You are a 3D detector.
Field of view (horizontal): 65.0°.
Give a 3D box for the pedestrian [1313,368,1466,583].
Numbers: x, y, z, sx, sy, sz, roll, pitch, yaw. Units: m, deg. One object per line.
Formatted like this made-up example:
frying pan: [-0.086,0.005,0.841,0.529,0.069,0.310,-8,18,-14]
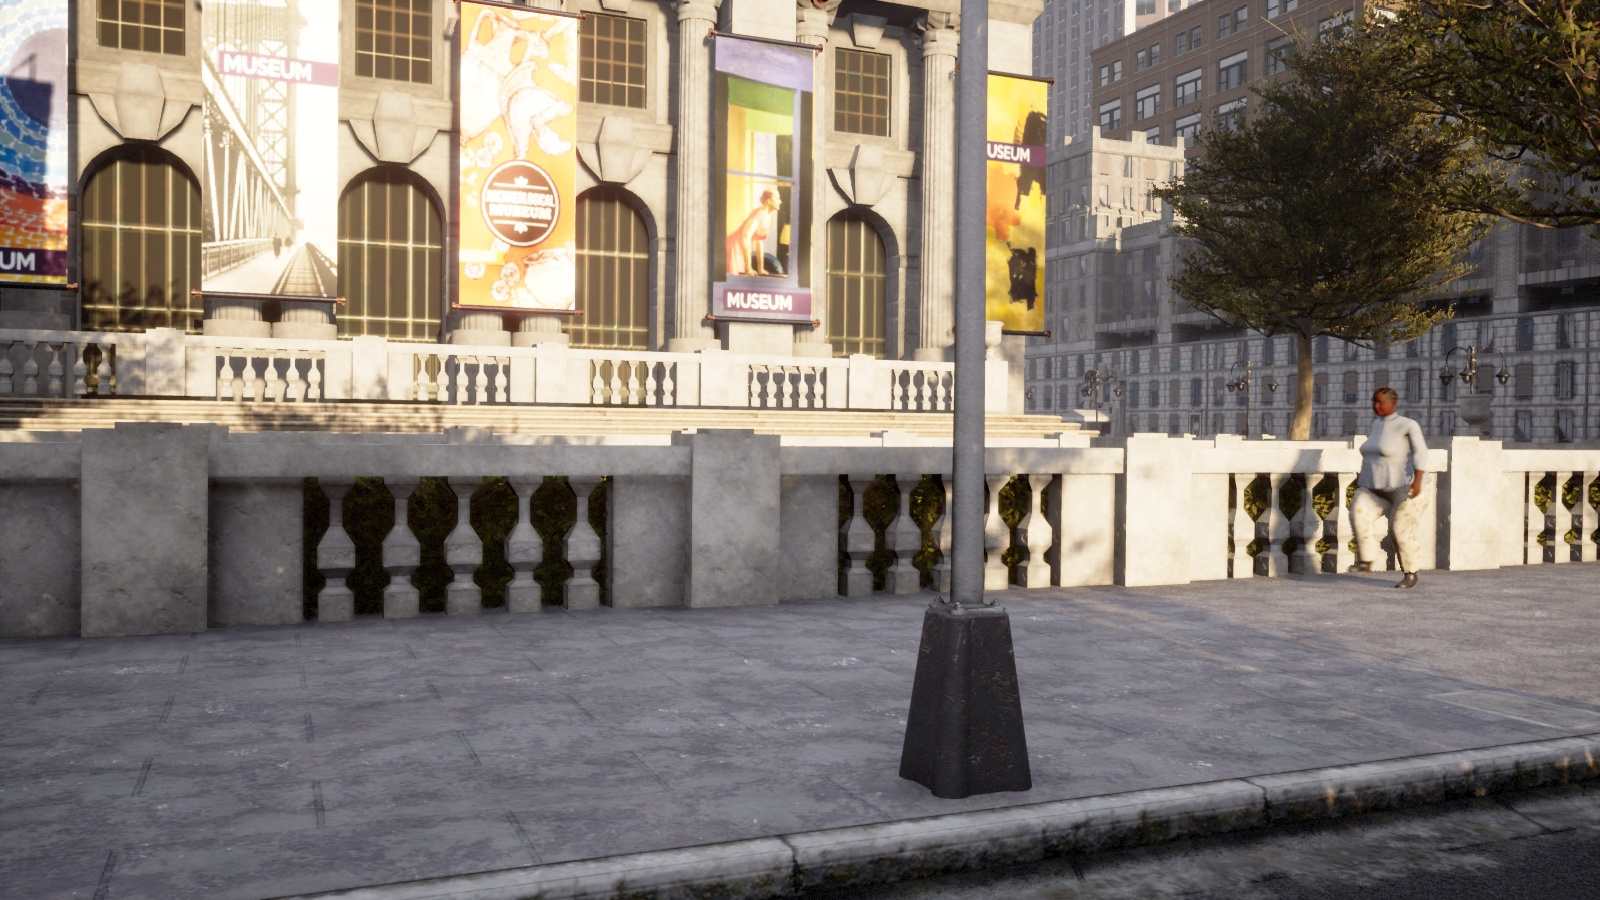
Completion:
pedestrian: [5.340,0.212,11.398,0.900,1.855,0.874,-1,1,-22]
